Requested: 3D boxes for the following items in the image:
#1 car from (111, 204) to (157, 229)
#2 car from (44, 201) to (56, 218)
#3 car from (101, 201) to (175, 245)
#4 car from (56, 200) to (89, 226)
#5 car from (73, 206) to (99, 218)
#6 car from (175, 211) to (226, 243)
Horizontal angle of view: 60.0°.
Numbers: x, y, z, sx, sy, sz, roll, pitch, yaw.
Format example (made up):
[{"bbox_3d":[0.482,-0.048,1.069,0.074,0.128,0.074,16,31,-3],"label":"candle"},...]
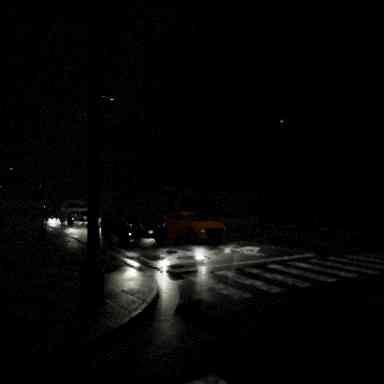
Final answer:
[{"bbox_3d":[-4.726,1.858,26.400,2.097,1.767,4.553,1,-2,-31],"label":"car"},{"bbox_3d":[-15.935,2.190,38.800,2.128,1.511,4.902,1,-1,-30],"label":"car"},{"bbox_3d":[-3.225,1.527,17.637,2.150,2.045,5.566,1,-2,-29],"label":"car"},{"bbox_3d":[-9.797,1.733,28.534,2.150,2.045,5.566,1,-2,-31],"label":"car"},{"bbox_3d":[-12.701,2.355,39.706,1.895,1.301,4.718,1,-2,-31],"label":"car"},{"bbox_3d":[-0.063,1.838,18.626,1.882,1.535,5.008,1,-2,-31],"label":"car"}]
